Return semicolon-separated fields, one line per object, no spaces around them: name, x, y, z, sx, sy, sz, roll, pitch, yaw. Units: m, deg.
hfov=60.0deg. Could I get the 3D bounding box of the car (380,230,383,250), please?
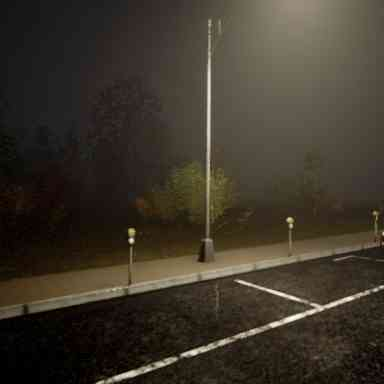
car;8.743;1.439;12.321;4.097;1.590;1.967;0;1;-35
